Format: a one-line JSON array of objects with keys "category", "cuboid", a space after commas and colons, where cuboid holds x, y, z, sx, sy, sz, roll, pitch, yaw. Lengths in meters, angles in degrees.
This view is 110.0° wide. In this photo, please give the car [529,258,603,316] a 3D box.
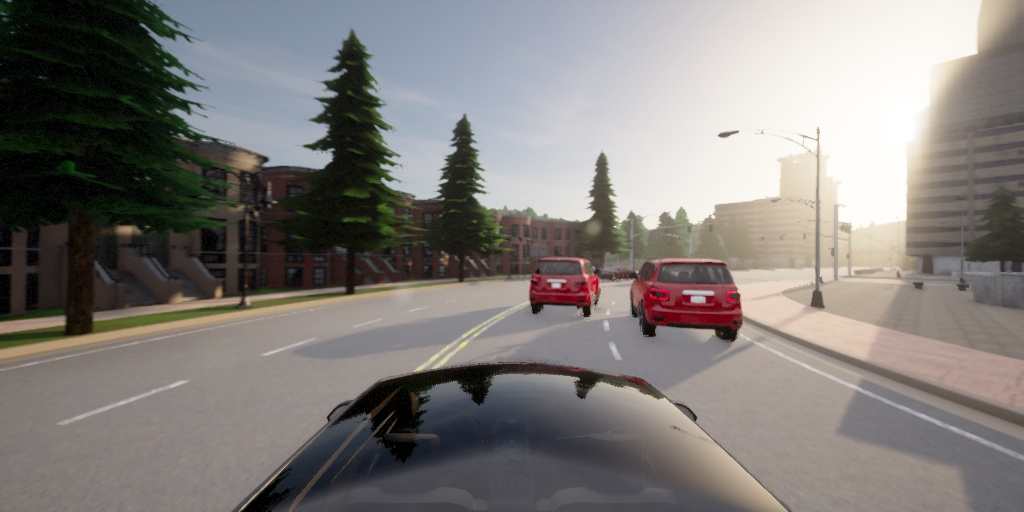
[{"category": "car", "cuboid": [2.249, 1.093, 14.322, 2.150, 2.045, 5.566, 0, -1, 17]}]

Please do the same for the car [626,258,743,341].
[{"category": "car", "cuboid": [4.819, 1.100, 10.665, 2.150, 2.045, 5.566, 0, -1, 14]}]

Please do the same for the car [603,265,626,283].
[{"category": "car", "cuboid": [9.389, 1.581, 33.248, 1.882, 1.535, 5.008, 0, -1, 44]}]

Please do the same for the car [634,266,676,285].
[{"category": "car", "cuboid": [12.544, 1.655, 31.235, 1.812, 1.442, 4.674, 0, -1, 43]}]
